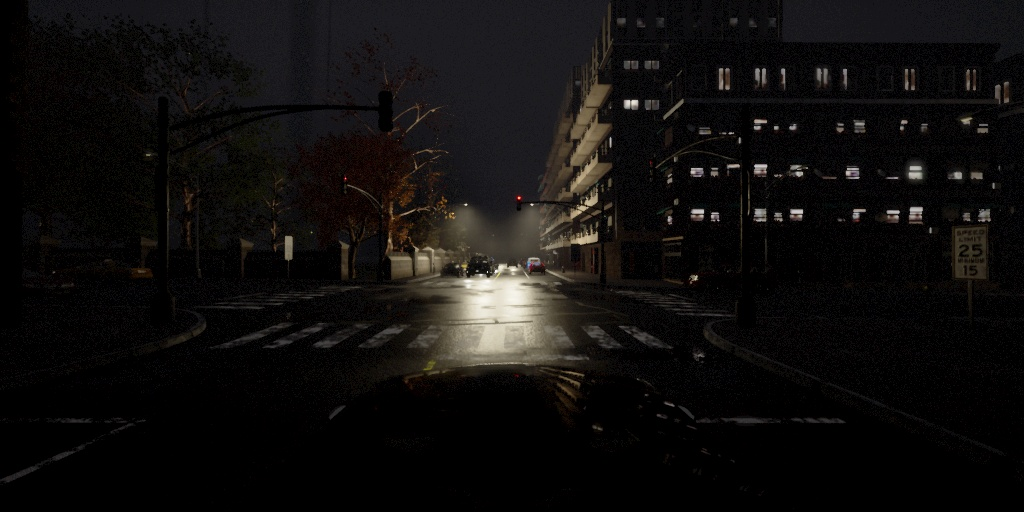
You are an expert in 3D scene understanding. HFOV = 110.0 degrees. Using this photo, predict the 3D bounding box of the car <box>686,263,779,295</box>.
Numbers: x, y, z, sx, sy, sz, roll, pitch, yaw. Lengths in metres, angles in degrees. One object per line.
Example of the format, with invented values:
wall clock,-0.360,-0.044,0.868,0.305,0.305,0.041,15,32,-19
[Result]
car,13.476,1.353,21.966,5.009,1.841,2.192,0,0,0

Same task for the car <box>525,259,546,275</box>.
car,2.741,1.314,39.951,1.888,1.381,4.507,0,0,0

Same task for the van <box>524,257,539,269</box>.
van,2.749,1.116,45.581,1.690,1.789,3.998,0,0,0

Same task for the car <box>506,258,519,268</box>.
car,0.080,1.304,62.625,1.837,1.490,4.892,0,0,0

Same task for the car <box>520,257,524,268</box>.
car,2.764,1.230,56.842,1.967,1.591,4.097,0,0,0

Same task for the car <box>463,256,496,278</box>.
car,-3.042,0.986,34.619,2.150,2.045,5.566,0,0,1

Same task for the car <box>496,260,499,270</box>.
car,-3.040,1.322,44.871,2.033,1.411,5.357,0,0,0

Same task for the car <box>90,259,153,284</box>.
car,-24.717,0.883,21.652,4.829,1.417,1.751,0,0,0

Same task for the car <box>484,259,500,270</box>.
car,-3.019,1.279,54.970,2.128,1.511,4.902,0,0,0

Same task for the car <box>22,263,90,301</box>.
car,-18.947,1.007,13.319,4.207,1.307,1.802,0,0,0

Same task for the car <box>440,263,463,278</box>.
car,-5.647,1.330,34.332,1.948,1.339,4.313,0,0,0
